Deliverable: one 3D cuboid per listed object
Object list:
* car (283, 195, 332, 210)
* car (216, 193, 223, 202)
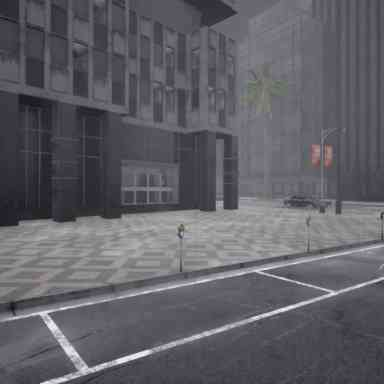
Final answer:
[{"bbox_3d":[12.287,1.122,36.523,1.837,1.490,4.892,0,1,-35],"label":"car"},{"bbox_3d":[4.001,0.865,53.844,1.994,1.385,4.181,0,1,-35],"label":"car"}]
